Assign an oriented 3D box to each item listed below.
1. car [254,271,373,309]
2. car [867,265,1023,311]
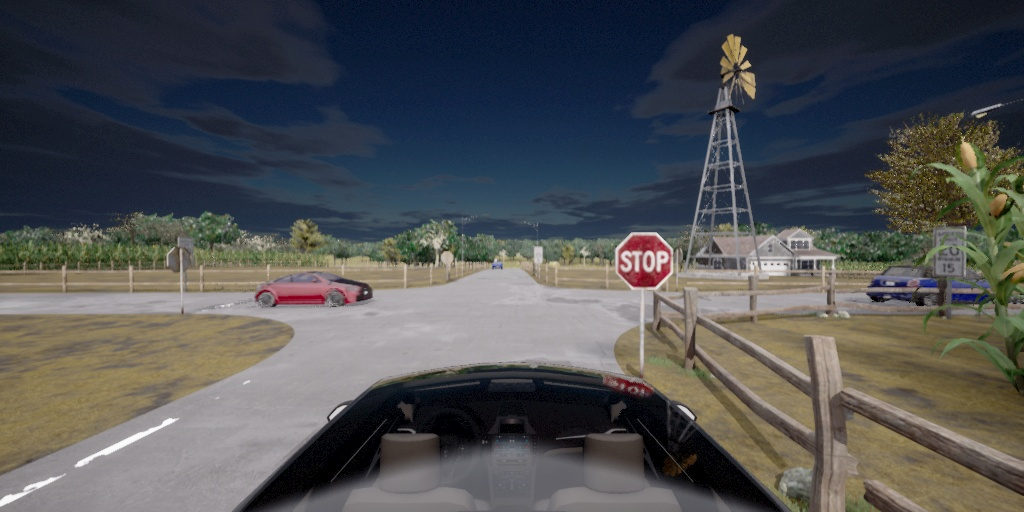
[{"bbox_3d":[-7.932,1.320,14.547,4.181,1.385,1.994,0,0,0],"label":"car"},{"bbox_3d":[17.429,1.157,14.505,4.553,1.767,2.097,0,1,0],"label":"car"}]
